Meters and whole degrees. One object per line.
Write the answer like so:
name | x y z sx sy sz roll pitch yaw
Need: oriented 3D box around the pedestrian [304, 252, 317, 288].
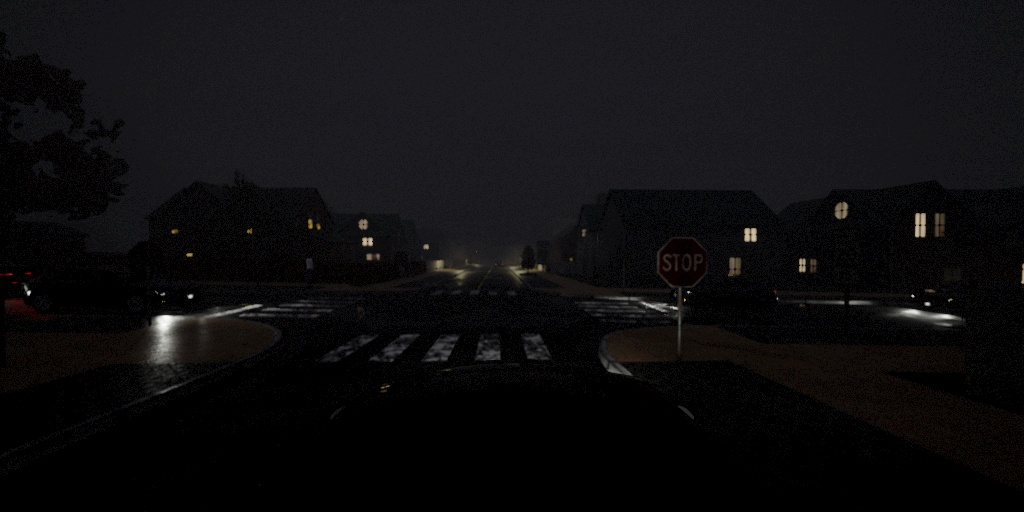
pedestrian | -10.291 0.703 18.233 0.375 1.860 0.375 0 0 -1

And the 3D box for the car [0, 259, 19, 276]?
car | -22.901 0.866 15.055 4.892 1.490 1.837 1 1 -1

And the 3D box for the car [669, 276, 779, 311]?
car | 9.225 1.573 15.812 4.181 1.385 1.994 1 1 -1

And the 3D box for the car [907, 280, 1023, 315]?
car | 21.162 1.811 16.021 5.357 1.411 2.033 1 1 -1

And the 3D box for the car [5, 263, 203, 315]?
car | -13.515 1.104 12.308 4.892 1.490 1.837 1 1 -1
